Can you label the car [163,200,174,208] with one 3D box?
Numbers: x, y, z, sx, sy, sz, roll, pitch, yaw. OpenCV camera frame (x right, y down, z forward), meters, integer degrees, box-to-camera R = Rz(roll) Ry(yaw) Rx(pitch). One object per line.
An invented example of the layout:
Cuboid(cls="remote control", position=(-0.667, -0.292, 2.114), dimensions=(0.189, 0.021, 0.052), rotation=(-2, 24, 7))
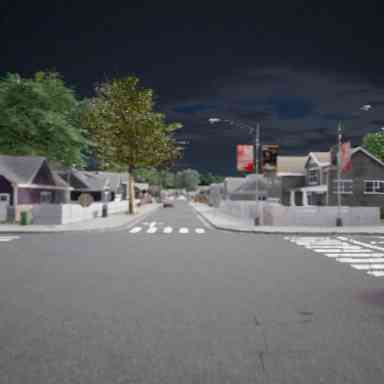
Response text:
Cuboid(cls="car", position=(-4.525, 2.275, 64.071), dimensions=(1.882, 1.535, 5.008), rotation=(1, -1, -2))
